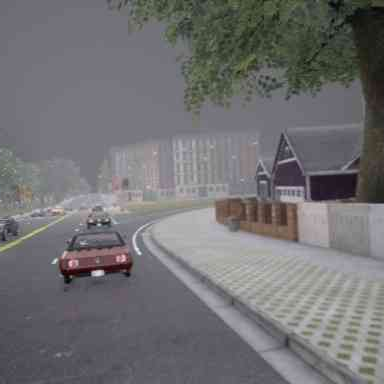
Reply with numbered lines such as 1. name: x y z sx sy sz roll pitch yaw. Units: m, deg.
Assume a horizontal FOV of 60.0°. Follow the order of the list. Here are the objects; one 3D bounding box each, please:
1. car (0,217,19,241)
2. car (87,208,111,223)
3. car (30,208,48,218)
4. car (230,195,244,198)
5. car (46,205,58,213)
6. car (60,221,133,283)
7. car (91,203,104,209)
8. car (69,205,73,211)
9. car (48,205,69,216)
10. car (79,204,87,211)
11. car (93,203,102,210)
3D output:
1. car: -13.362 2.500 22.927 2.128 1.511 4.902 -3 -1 -16
2. car: -8.044 2.368 28.728 1.895 1.301 4.718 -3 -1 -16
3. car: -26.237 3.554 56.644 1.812 1.442 4.674 -3 0 -15
4. car: 8.740 1.209 61.666 1.882 1.535 5.008 -2 1 41
5. car: -31.291 3.832 74.537 1.837 1.490 4.892 -3 0 -16
6. car: -3.081 1.897 10.865 1.895 1.301 4.718 -3 -1 -16
7. car: -17.381 3.064 61.217 1.837 1.490 4.892 -3 -1 -16
8. car: -28.168 3.717 75.428 1.994 1.385 4.181 -3 0 -16
9. car: -23.227 3.346 57.921 1.882 1.535 5.008 -3 0 -15
10. car: -25.457 3.560 77.760 2.033 1.411 5.357 -3 0 -16
11. car: -22.432 3.382 78.985 1.812 1.442 4.674 -3 0 -16
